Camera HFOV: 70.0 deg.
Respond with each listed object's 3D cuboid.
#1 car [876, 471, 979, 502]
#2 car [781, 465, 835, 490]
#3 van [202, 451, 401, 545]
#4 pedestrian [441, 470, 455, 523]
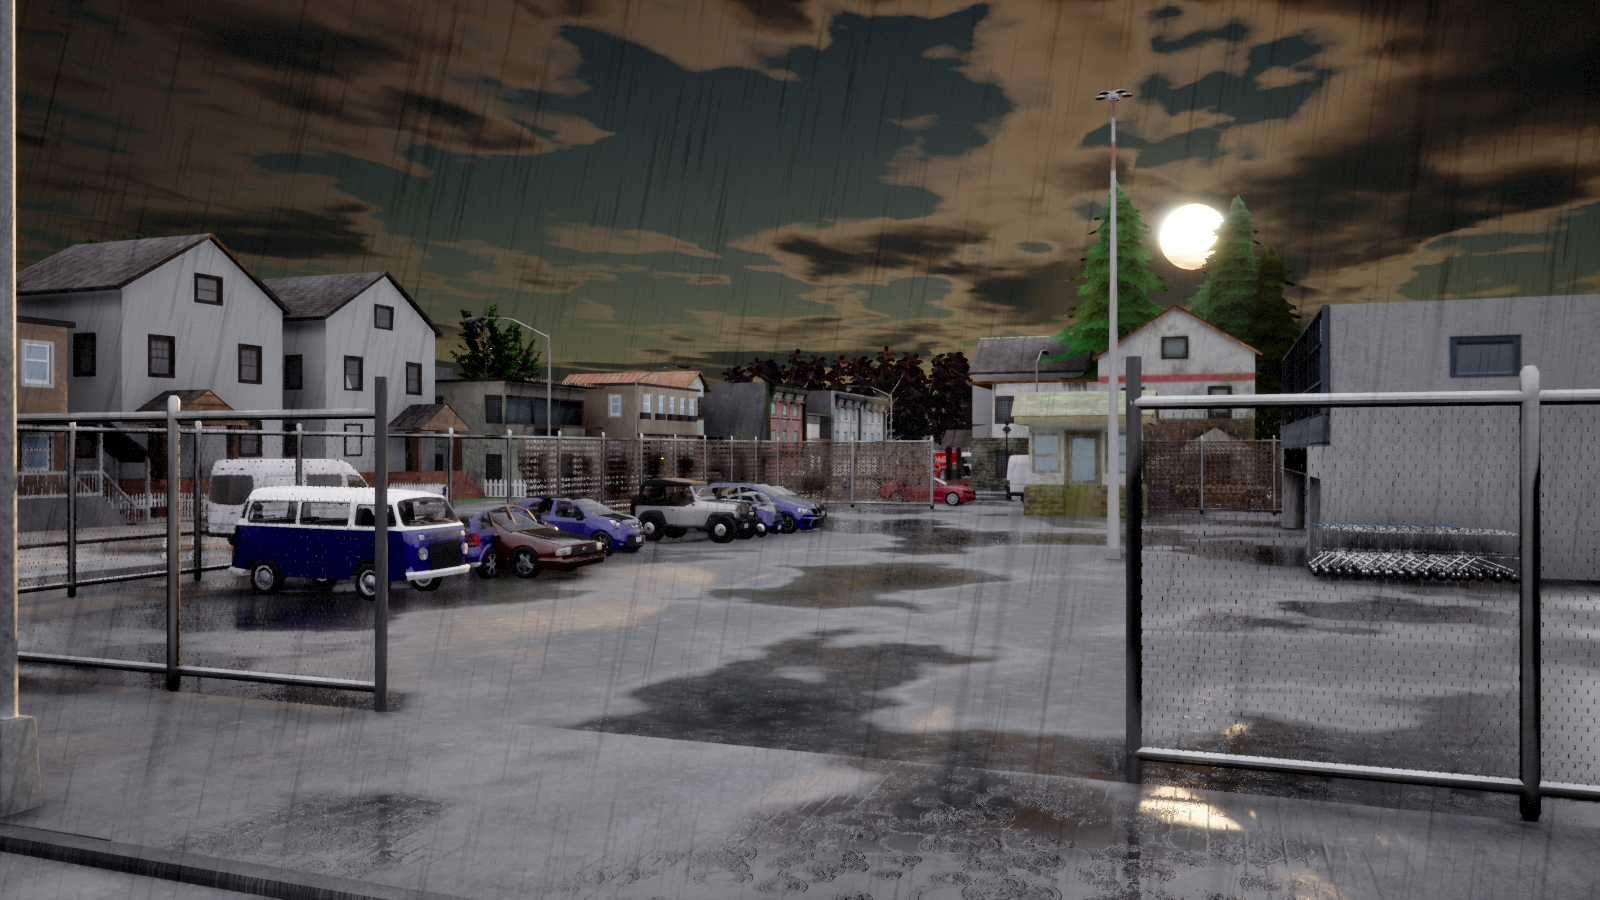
[{"bbox_3d":[6.523,1.843,58.394,4.892,1.480,2.231,0,0,19],"label":"car"},{"bbox_3d":[0.573,1.818,76.773,2.097,1.535,5.006,0,0,20],"label":"car"},{"bbox_3d":[-14.840,1.319,34.508,1.988,2.561,5.915,0,0,20],"label":"van"},{"bbox_3d":[-12.473,1.633,40.457,0.375,1.860,0.375,0,0,5],"label":"pedestrian"}]
